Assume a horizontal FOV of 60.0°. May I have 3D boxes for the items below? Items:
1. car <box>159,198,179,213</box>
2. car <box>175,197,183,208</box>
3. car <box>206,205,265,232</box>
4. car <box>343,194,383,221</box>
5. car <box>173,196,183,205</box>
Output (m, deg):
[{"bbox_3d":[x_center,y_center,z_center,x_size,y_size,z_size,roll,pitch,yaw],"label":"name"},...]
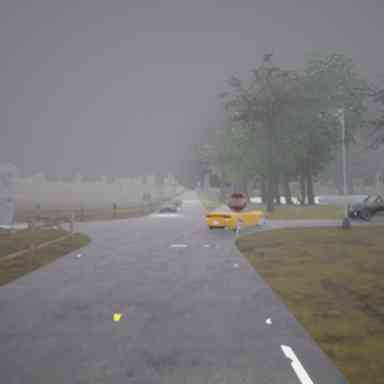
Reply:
[{"bbox_3d":[-2.816,1.778,39.319,1.994,1.385,4.181,0,0,-2],"label":"car"},{"bbox_3d":[-2.764,1.758,53.892,2.033,1.411,5.357,0,0,1],"label":"car"},{"bbox_3d":[2.827,1.515,20.759,1.882,1.535,5.008,-2,1,36],"label":"car"},{"bbox_3d":[14.951,1.152,26.249,5.566,2.045,2.150,-1,-1,0],"label":"car"},{"bbox_3d":[-2.734,1.647,65.836,1.882,1.535,5.008,0,0,0],"label":"car"}]
